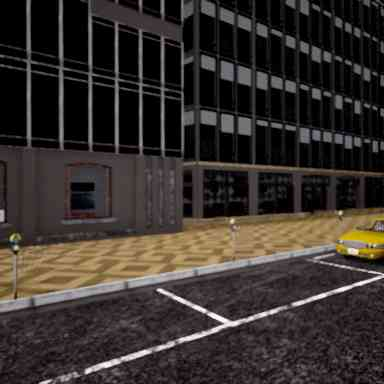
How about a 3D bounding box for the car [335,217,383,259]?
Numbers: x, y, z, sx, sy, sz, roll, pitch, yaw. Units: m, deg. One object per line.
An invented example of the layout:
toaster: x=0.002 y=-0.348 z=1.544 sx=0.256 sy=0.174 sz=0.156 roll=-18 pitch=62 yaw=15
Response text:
car: x=6.814 y=1.453 z=11.427 sx=4.829 sy=1.417 sz=1.752 roll=0 pitch=0 yaw=-36
